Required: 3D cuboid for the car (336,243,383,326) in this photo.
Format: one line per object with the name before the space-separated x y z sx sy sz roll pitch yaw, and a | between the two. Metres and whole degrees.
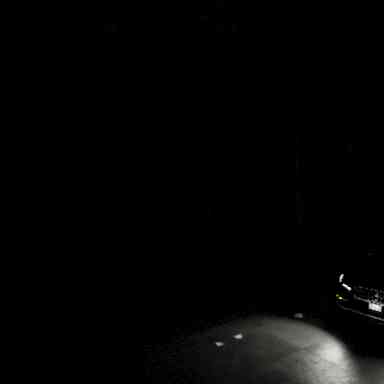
car | 4.770 1.504 6.475 4.892 1.490 1.837 0 0 -36
